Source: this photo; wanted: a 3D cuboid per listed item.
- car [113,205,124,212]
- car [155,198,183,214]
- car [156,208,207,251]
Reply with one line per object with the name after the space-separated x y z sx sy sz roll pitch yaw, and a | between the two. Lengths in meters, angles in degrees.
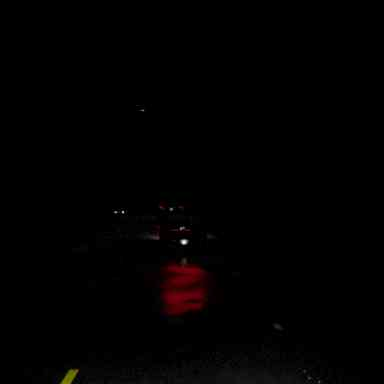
-15.324 3.376 69.150 1.837 1.490 4.892 1 -3 -20 | car
-2.021 1.504 29.241 2.150 2.045 5.566 0 -1 -8 | car
-0.456 1.616 14.498 1.837 1.490 4.892 0 -1 -4 | car
